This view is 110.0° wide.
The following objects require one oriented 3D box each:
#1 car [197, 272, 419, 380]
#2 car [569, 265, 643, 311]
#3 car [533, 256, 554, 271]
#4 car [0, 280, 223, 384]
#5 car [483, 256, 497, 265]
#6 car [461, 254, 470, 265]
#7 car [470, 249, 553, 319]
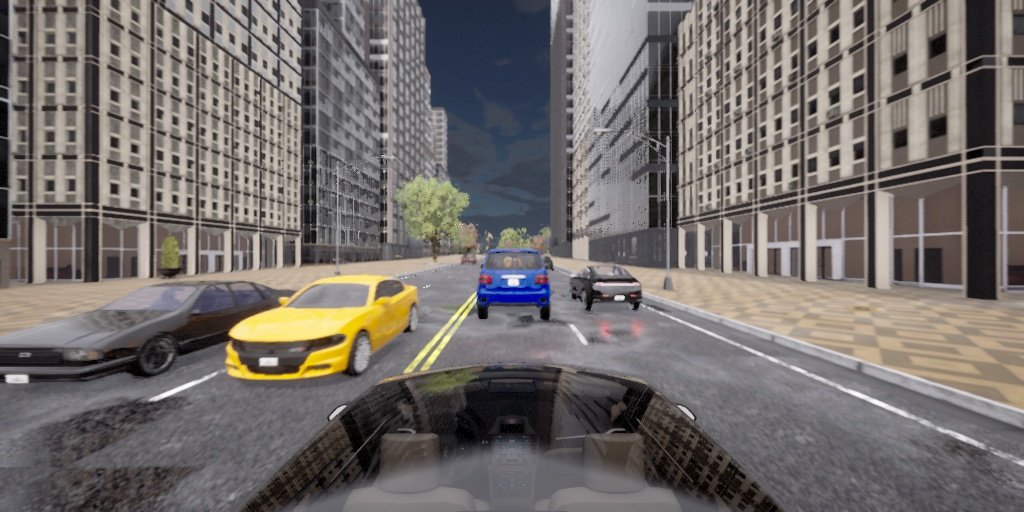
[{"bbox_3d":[-3.351,1.153,7.434,1.882,1.535,5.008,0,1,0],"label":"car"},{"bbox_3d":[3.346,1.083,13.576,2.128,1.511,4.902,0,0,0],"label":"car"},{"bbox_3d":[3.339,0.769,38.684,1.837,1.490,4.892,0,0,0],"label":"car"},{"bbox_3d":[-6.602,1.222,7.444,2.033,1.411,5.357,0,1,0],"label":"car"},{"bbox_3d":[-3.265,0.661,54.657,1.895,1.301,4.718,0,1,0],"label":"car"},{"bbox_3d":[-6.515,0.412,54.713,2.097,1.767,4.553,0,1,0],"label":"car"},{"bbox_3d":[0.085,0.824,12.267,2.150,2.045,5.566,0,-1,1],"label":"car"}]
